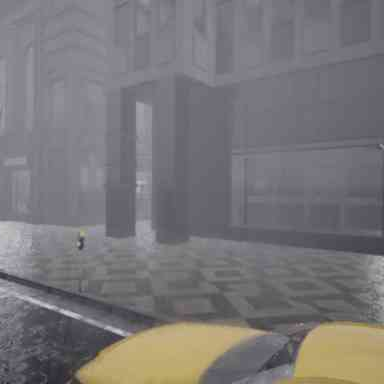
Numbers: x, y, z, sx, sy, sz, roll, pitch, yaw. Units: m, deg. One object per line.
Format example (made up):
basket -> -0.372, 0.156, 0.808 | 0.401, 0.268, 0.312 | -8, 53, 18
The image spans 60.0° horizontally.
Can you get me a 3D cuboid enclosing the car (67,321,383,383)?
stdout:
car -> 1.108, 1.524, 2.170 | 4.829, 1.417, 1.752 | 0, 0, 35
